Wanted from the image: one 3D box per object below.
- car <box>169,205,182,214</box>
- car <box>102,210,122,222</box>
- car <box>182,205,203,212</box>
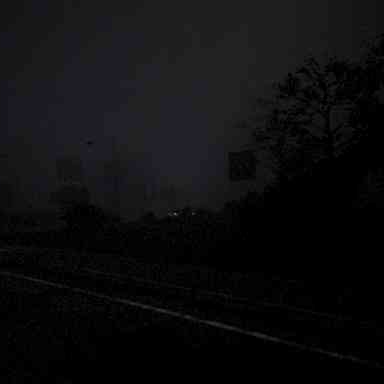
[{"bbox_3d":[-2.346,3.279,63.195,1.837,1.490,4.892,-4,-3,32],"label":"car"},{"bbox_3d":[-8.960,2.472,32.929,1.994,1.385,4.181,-4,-2,32],"label":"car"},{"bbox_3d":[0.610,3.119,61.327,1.994,1.385,4.181,-4,-3,32],"label":"car"}]
